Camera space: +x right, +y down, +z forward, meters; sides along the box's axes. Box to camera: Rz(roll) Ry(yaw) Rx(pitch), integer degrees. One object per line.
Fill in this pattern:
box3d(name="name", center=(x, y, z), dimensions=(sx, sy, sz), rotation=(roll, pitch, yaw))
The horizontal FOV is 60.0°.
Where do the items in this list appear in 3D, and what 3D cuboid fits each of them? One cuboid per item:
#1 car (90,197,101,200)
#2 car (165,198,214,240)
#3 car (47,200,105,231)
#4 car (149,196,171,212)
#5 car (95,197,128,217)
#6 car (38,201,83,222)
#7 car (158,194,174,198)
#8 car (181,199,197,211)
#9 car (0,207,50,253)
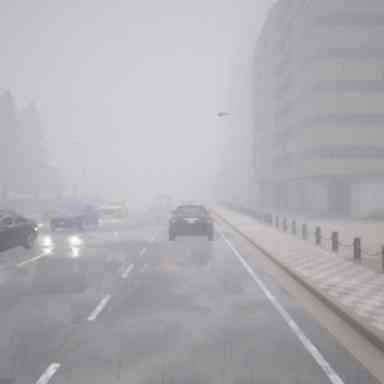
box3d(name="car", center=(-10.847, 1.396, 37.891), dimensions=(2.097, 1.767, 4.553), rotation=(0, 0, -1))
box3d(name="car", center=(-0.053, 1.365, 17.163), dimensions=(2.097, 1.767, 4.553), rotation=(0, 0, -1))
box3d(name="car", center=(-7.277, 1.504, 21.121), dimensions=(1.882, 1.535, 5.008), rotation=(0, 0, -1))
box3d(name="car", center=(-3.856, 1.561, 38.901), dimensions=(1.812, 1.442, 4.674), rotation=(0, 0, -1))
box3d(name="car", center=(-7.323, 1.512, 31.428), dimensions=(1.882, 1.535, 5.008), rotation=(0, 0, 0))
box3d(name="car", center=(-10.816, 1.541, 27.726), dimensions=(1.837, 1.490, 4.892), rotation=(0, 0, 0))
box3d(name="car", center=(-3.949, 1.265, 48.715), dimensions=(2.150, 2.045, 5.566), rotation=(0, 0, -1))
box3d(name="car", center=(-0.363, 1.598, 43.043), dimensions=(1.994, 1.385, 4.181), rotation=(0, 0, 0))
box3d(name="car", center=(-7.200, 1.510, 11.755), dimensions=(2.128, 1.511, 4.902), rotation=(0, 0, -1))
